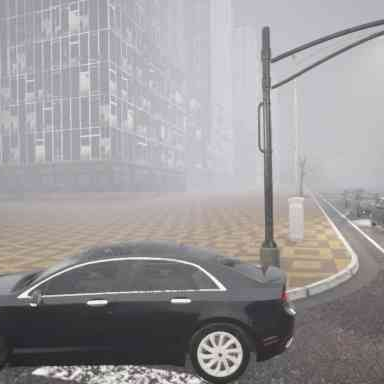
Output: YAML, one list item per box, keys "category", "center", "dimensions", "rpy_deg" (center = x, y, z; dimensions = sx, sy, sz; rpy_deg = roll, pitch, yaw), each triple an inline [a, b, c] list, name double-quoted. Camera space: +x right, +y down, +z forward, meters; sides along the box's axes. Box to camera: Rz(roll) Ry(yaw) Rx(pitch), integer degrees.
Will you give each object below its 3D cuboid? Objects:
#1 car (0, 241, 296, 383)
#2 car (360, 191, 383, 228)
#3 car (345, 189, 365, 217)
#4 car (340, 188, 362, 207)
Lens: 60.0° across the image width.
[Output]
- category: "car"
  center: [-1.062, 1.505, 4.767]
  dimensions: [4.892, 1.490, 1.837]
  rpy_deg: [0, 0, 0]
- category: "car"
  center: [9.030, 0.928, 14.400]
  dimensions: [2.128, 1.511, 4.902]
  rpy_deg: [-1, 2, 18]
- category: "car"
  center: [11.081, 0.759, 20.694]
  dimensions: [1.994, 1.385, 4.181]
  rpy_deg: [-1, 2, 17]
- category: "car"
  center: [13.077, 0.454, 26.757]
  dimensions: [2.128, 1.511, 4.902]
  rpy_deg: [-1, 2, 18]
